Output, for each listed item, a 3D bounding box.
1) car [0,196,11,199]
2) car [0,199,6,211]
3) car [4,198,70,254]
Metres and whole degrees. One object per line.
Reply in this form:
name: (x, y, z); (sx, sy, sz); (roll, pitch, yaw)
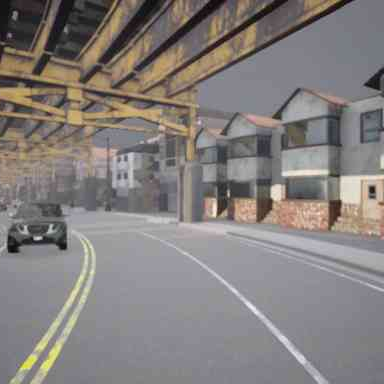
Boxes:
car: (-45.957, 2.455, 82.818); (1.994, 1.385, 4.181); (0, 0, -34)
car: (-28.601, 2.287, 49.847); (1.837, 1.490, 4.892); (0, 0, -33)
car: (-6.874, 1.441, 15.152); (2.150, 2.045, 5.566); (0, -1, -23)
